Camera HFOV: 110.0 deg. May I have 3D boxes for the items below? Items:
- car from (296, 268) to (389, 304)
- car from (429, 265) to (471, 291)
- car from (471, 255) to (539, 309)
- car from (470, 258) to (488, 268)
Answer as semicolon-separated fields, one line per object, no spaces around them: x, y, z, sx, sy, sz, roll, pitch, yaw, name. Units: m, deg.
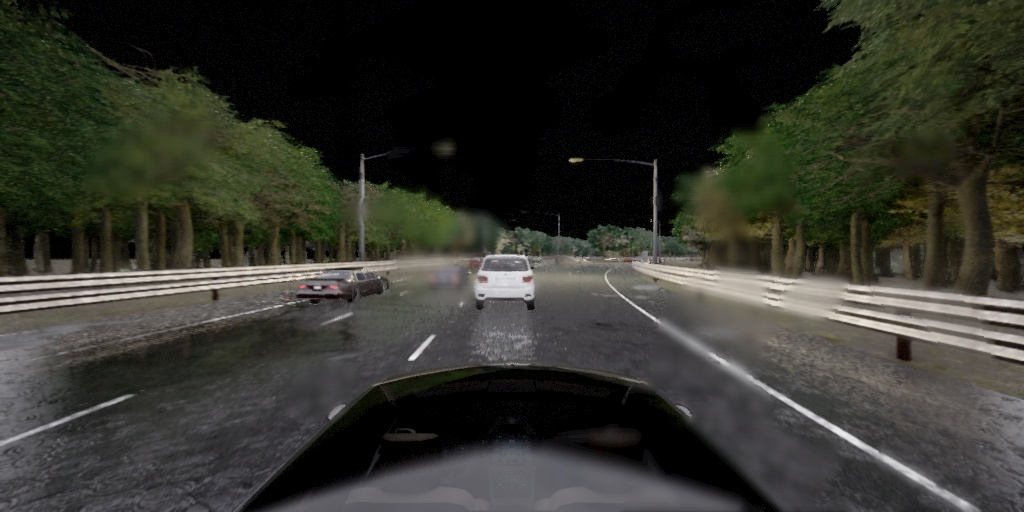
-7.292;1.244;16.061;2.033;1.411;5.357;0;0;1;car
-3.576;1.266;21.659;2.033;1.411;5.357;0;0;1;car
-0.230;0.964;14.999;2.150;2.045;5.566;0;0;0;car
-5.187;1.106;56.839;1.882;1.535;5.008;0;0;6;car
